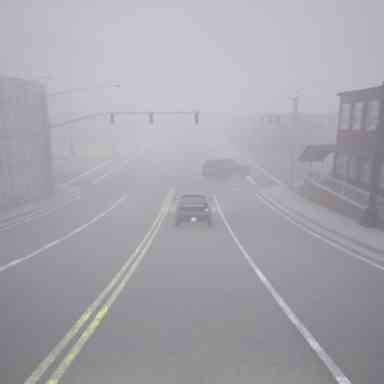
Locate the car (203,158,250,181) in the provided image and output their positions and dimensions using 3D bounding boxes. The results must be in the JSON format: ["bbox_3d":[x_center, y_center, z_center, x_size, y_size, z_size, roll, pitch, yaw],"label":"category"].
[{"bbox_3d":[3.654,-2.511,34.965,5.566,2.045,2.150,-9,14,-37],"label":"car"}]

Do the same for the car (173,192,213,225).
[{"bbox_3d":[0.077,0.765,17.890,1.837,1.490,4.892,0,6,0],"label":"car"}]
